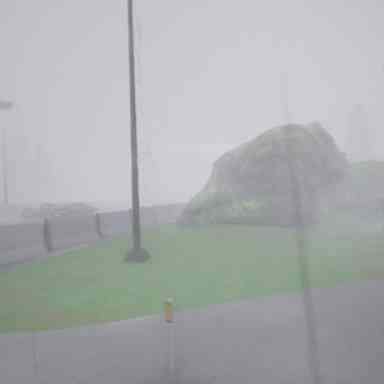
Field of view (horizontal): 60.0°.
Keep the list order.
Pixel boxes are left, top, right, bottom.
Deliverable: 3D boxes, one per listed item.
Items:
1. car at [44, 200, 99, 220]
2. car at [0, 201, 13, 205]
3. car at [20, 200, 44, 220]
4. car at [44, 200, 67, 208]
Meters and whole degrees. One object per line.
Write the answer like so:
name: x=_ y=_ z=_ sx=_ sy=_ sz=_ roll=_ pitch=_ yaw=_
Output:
car: x=-9.483 y=1.549 z=27.282 sx=1.837 sy=1.490 sz=4.892 roll=-1 pitch=0 yaw=15
car: x=-29.053 y=2.048 z=49.561 sx=2.033 sy=1.411 sz=5.357 roll=-1 pitch=-1 yaw=16
car: x=-12.671 y=1.629 z=28.908 sx=1.812 sy=1.442 sz=4.674 roll=-1 pitch=0 yaw=15
car: x=-25.585 y=2.174 z=62.528 sx=1.994 sy=1.385 sz=4.181 roll=-1 pitch=-1 yaw=15
